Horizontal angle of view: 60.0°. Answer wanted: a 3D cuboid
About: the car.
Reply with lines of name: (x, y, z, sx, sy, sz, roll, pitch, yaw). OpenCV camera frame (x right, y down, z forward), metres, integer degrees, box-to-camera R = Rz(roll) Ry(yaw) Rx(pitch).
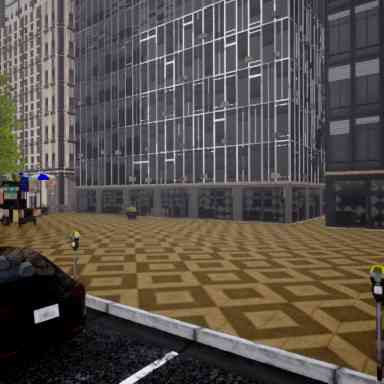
car: (-3.519, 1.566, 5.398, 4.313, 1.339, 1.947, 0, 0, 36)
